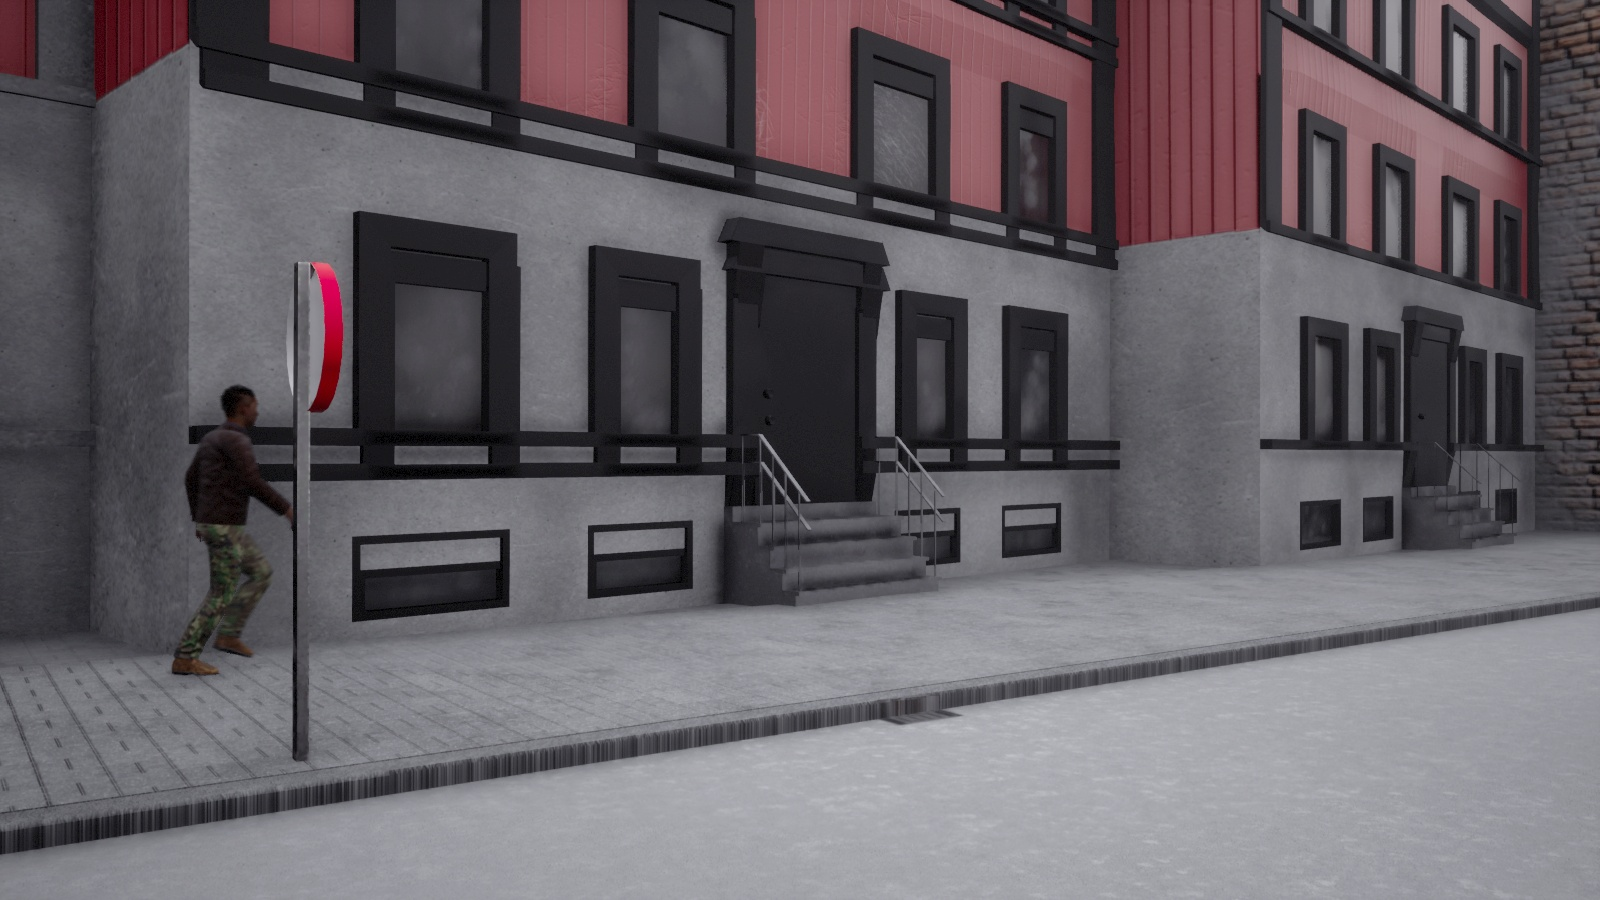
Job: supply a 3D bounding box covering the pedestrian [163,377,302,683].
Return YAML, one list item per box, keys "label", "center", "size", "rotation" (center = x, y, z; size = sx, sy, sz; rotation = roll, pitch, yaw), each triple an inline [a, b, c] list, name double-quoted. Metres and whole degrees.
- label: "pedestrian"
  center: [-3.581, 0.481, 7.935]
  size: [0.703, 1.840, 0.431]
  rotation: [0, 0, -41]
